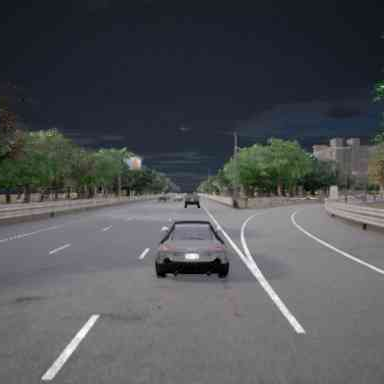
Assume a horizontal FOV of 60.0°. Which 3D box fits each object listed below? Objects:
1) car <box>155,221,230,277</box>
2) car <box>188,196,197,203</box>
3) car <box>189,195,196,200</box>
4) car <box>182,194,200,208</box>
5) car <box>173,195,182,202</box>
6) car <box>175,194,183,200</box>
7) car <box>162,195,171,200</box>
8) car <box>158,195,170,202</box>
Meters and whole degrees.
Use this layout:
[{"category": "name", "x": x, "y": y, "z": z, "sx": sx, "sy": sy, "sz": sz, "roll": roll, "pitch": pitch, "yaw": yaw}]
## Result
[{"category": "car", "x": 0.008, "y": 1.566, "z": 10.238, "sx": 1.994, "sy": 1.385, "sz": 4.181, "roll": 0, "pitch": 0, "yaw": 0}, {"category": "car", "x": 0.052, "y": 1.613, "z": 74.216, "sx": 2.033, "sy": 1.411, "sz": 5.357, "roll": 0, "pitch": 0, "yaw": 0}, {"category": "car", "x": 0.063, "y": 1.488, "z": 90.077, "sx": 1.812, "sy": 1.442, "sz": 4.674, "roll": 0, "pitch": 0, "yaw": 0}, {"category": "car", "x": 0.034, "y": 1.237, "z": 49.070, "sx": 2.150, "sy": 2.045, "sz": 5.566, "roll": 0, "pitch": 0, "yaw": 0}, {"category": "car", "x": -3.444, "y": 1.677, "z": 79.688, "sx": 1.895, "sy": 1.301, "sz": 4.718, "roll": 0, "pitch": 0, "yaw": 0}, {"category": "car", "x": -3.437, "y": 1.424, "z": 89.664, "sx": 1.882, "sy": 1.535, "sz": 5.008, "roll": 0, "pitch": 0, "yaw": 0}, {"category": "car", "x": -6.937, "y": 1.486, "z": 89.666, "sx": 2.033, "sy": 1.411, "sz": 5.357, "roll": 0, "pitch": 0, "yaw": 0}, {"category": "car", "x": -6.944, "y": 1.580, "z": 79.245, "sx": 1.837, "sy": 1.490, "sz": 4.892, "roll": 0, "pitch": 0, "yaw": 0}]
